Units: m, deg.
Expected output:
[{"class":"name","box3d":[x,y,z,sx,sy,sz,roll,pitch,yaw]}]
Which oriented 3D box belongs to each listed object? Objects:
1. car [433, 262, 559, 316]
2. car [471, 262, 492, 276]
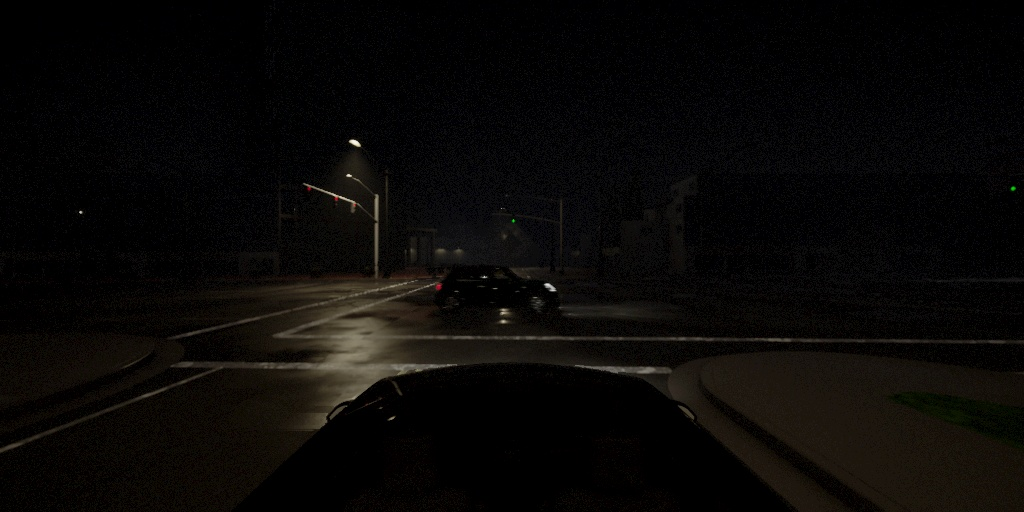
[{"class":"car","box3d":[-0.549,1.135,13.467,4.553,1.767,2.097,0,0,-2]},{"class":"car","box3d":[-3.556,1.468,42.568,2.128,1.511,4.902,0,0,0]}]
